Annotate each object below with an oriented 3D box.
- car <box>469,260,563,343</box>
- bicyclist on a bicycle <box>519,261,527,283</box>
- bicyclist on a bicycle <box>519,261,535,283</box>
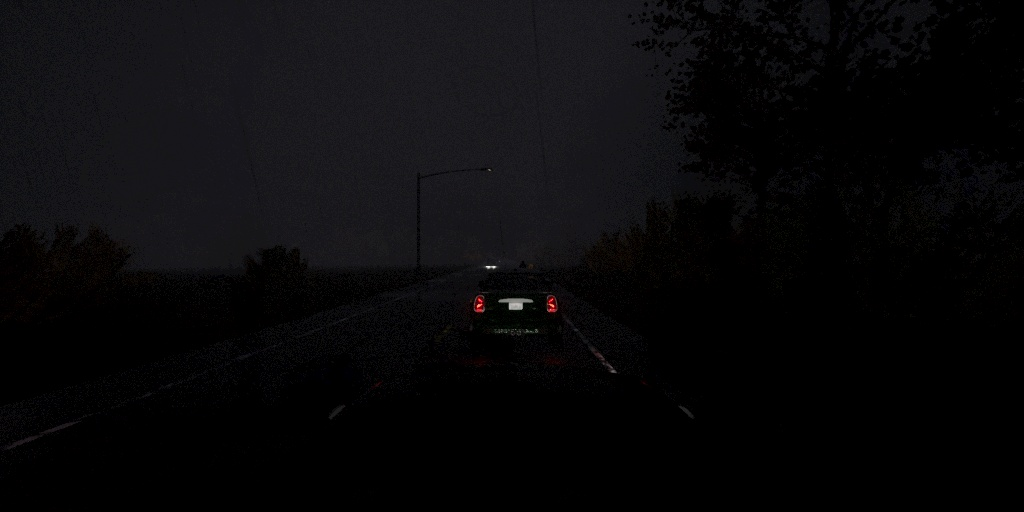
[{"bbox_3d":[0.073,1.099,9.829,2.097,1.767,4.553,0,0,0],"label":"car"},{"bbox_3d":[0.842,1.193,27.290,0.582,1.620,1.656,0,0,0],"label":"bicyclist on a bicycle"},{"bbox_3d":[0.904,1.181,17.173,0.866,1.612,1.509,0,0,0],"label":"bicyclist on a bicycle"}]
